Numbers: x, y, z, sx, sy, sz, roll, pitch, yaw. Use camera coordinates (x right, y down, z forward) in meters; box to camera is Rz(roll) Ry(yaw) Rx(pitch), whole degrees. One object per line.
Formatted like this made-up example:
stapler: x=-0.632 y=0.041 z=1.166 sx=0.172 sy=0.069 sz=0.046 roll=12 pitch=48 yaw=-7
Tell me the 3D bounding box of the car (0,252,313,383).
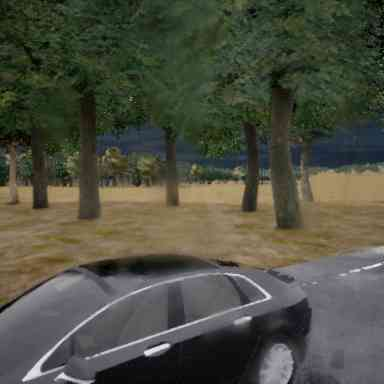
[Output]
car: x=-0.746 y=1.501 z=3.466 sx=4.892 sy=1.490 sz=1.837 roll=0 pitch=0 yaw=-36
